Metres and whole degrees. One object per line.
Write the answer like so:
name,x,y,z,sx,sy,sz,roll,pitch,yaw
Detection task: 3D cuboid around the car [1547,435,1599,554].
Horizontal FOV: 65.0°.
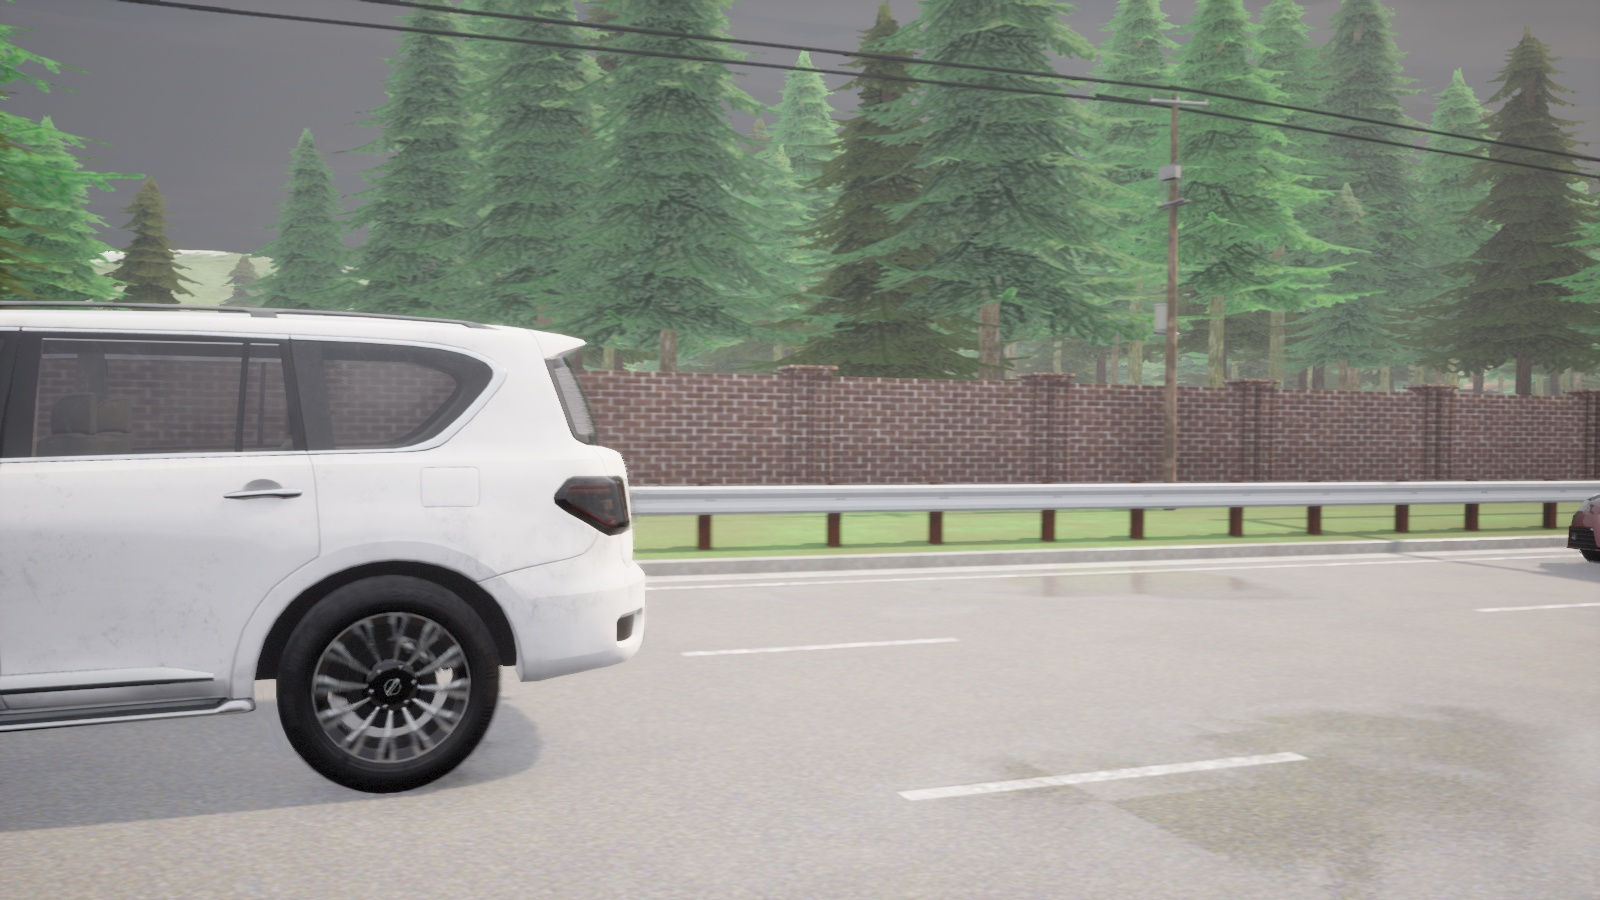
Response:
car,11.375,0.494,15.047,4.181,1.385,1.994,-1,1,-21

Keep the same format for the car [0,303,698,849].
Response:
car,-3.456,0.462,5.668,5.566,2.045,2.150,-1,1,-21
